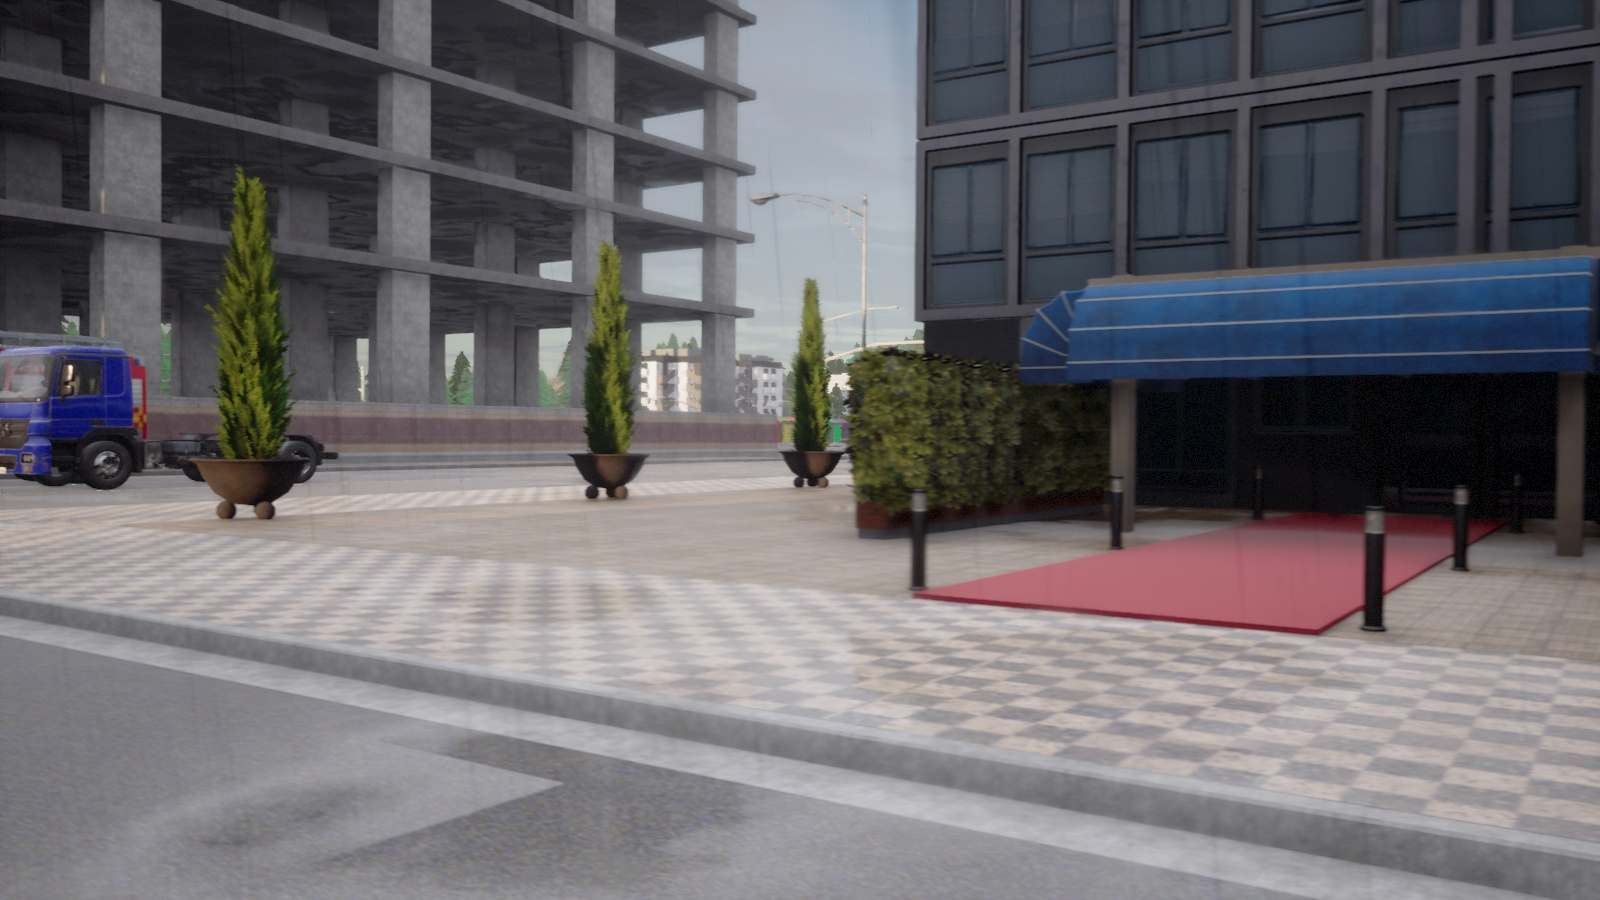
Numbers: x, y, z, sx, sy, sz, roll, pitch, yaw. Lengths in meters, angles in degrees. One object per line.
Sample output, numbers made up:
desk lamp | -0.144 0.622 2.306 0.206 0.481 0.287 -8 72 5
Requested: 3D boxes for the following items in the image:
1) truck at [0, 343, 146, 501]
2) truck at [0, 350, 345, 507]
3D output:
truck | -20.951 -0.661 30.623 2.891 3.827 8.468 0 1 34
truck | -15.881 -0.542 31.890 2.891 3.462 7.936 0 1 34
